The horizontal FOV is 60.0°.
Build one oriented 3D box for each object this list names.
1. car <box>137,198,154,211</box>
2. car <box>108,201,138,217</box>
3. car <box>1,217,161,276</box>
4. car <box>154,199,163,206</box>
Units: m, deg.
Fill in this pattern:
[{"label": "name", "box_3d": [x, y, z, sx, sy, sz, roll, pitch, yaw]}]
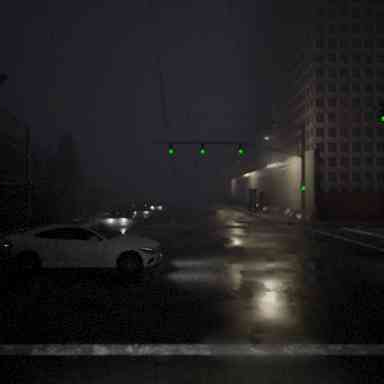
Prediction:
[{"label": "car", "box_3d": [-7.058, 1.729, 46.860, 2.097, 1.767, 4.553, 0, -1, 0]}, {"label": "car", "box_3d": [-7.073, 1.833, 33.584, 1.994, 1.385, 4.181, 0, 0, 0]}, {"label": "car", "box_3d": [-3.285, 1.639, 10.176, 4.674, 1.442, 1.812, 0, 0, 0]}, {"label": "car", "box_3d": [-6.968, 2.131, 66.153, 1.895, 1.301, 4.718, 0, 0, 0]}]
